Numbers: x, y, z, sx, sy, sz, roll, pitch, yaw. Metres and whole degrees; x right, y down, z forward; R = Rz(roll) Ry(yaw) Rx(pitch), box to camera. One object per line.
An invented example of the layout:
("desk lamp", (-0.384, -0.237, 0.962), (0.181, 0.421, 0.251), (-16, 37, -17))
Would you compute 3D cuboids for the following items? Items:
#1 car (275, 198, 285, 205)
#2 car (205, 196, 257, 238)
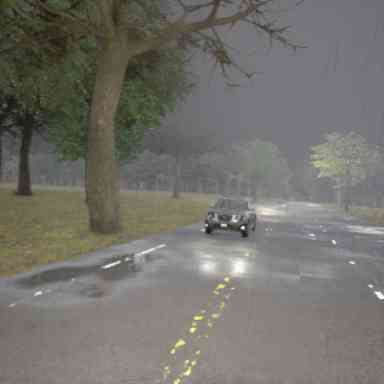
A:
("car", (20.648, 2.244, 78.215), (1.837, 1.490, 4.892), (3, 0, 17))
("car", (2.357, 1.275, 18.731), (2.150, 2.045, 5.566), (3, 0, 17))
